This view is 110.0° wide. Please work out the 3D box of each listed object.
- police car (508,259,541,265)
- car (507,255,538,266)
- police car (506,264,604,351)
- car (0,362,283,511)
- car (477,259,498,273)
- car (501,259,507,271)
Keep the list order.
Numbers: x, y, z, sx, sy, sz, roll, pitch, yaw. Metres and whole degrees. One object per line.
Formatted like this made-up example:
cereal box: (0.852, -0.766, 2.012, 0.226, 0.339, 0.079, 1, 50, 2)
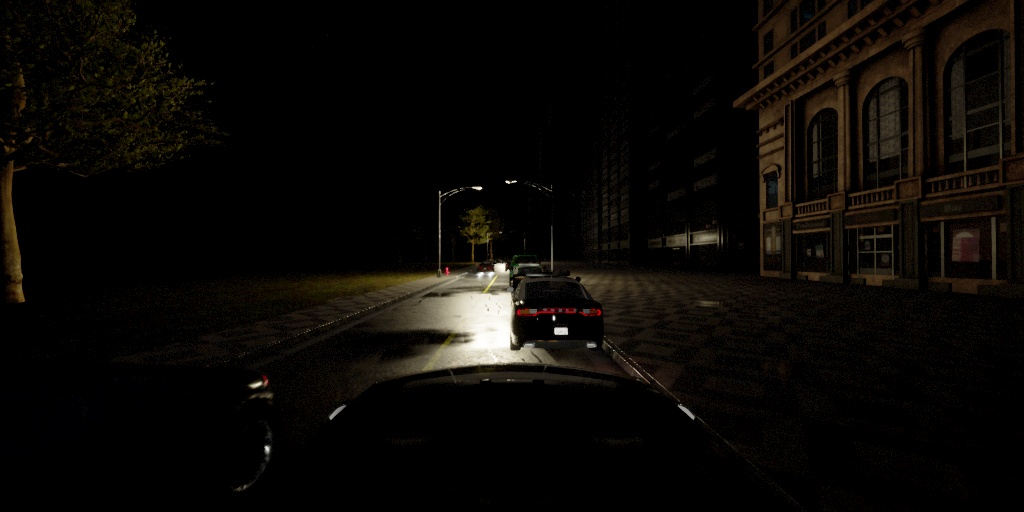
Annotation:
police car: (0.900, 1.170, 19.156, 1.930, 1.638, 5.238, 0, 0, 0)
car: (0.897, 0.964, 25.076, 2.150, 2.045, 5.566, 0, 0, 0)
police car: (0.900, 1.175, 9.155, 1.930, 1.638, 5.238, 0, 0, 0)
car: (-3.099, 1.314, 1.585, 1.994, 1.385, 4.181, 0, 0, 0)
car: (-3.100, 1.276, 43.205, 1.994, 1.385, 4.181, 0, 0, 0)
car: (0.022, 1.253, 46.607, 2.033, 1.411, 5.357, 0, 0, 1)
